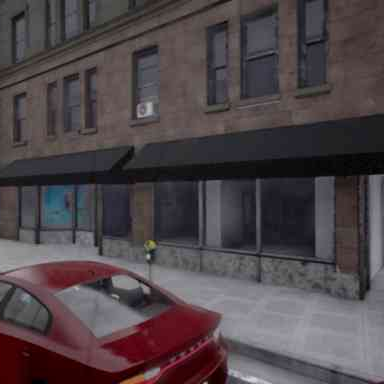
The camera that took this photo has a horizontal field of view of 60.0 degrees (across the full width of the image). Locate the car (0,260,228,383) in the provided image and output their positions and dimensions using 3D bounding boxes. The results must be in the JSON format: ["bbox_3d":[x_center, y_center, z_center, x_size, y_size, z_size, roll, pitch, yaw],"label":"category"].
[{"bbox_3d":[-1.736,1.544,4.107,4.507,1.381,1.887,0,0,36],"label":"car"}]

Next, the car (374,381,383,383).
[{"bbox_3d":[2.726,1.545,0.906,4.507,1.381,1.887,0,0,36],"label":"car"}]
